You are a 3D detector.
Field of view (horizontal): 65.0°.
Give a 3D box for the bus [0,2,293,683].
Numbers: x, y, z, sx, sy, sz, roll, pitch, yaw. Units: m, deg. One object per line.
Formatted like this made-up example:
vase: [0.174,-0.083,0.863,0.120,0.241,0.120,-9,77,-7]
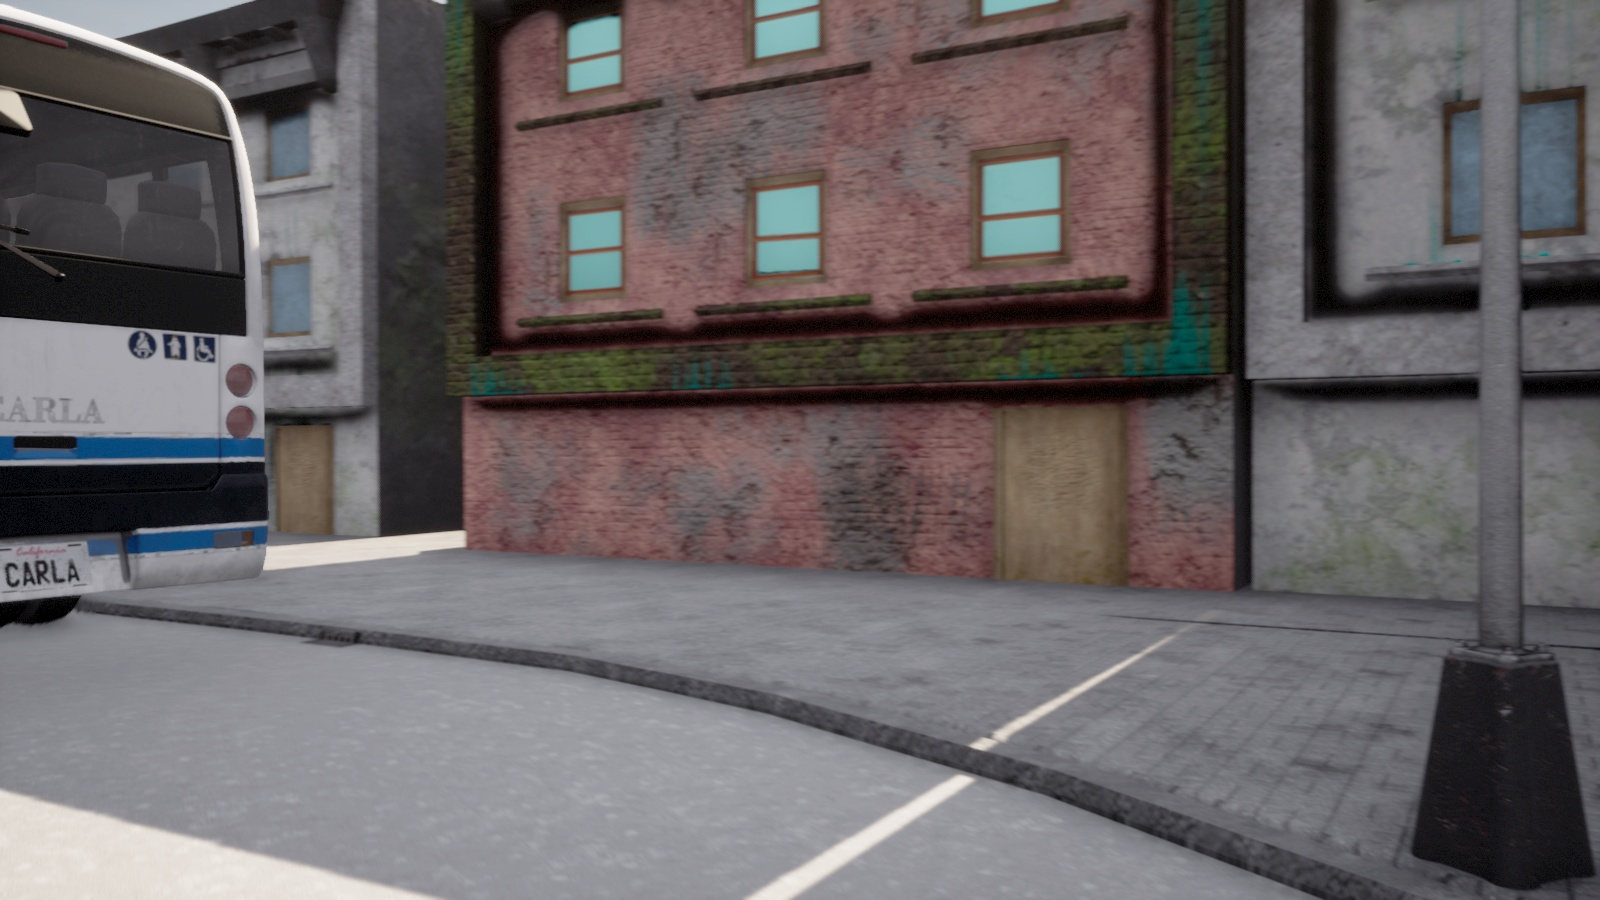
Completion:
bus: [-9.282,-0.679,10.674,10.273,4.253,3.944,0,0,32]
